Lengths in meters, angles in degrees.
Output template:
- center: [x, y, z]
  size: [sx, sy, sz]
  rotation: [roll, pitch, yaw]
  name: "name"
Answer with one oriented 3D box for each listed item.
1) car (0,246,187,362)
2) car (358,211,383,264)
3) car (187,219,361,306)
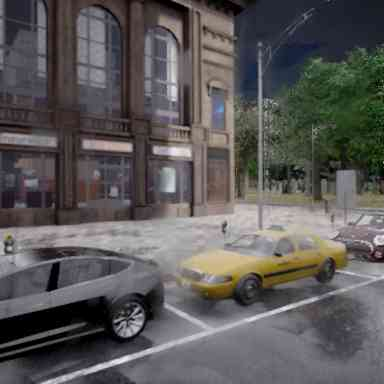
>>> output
- center: [-2.443, 1.563, 4.907]
  size: [4.313, 1.339, 1.947]
  rotation: [0, 0, -35]
  name: "car"
- center: [6.412, 1.400, 11.219]
  size: [4.097, 1.590, 1.967]
  rotation: [0, 0, -35]
  name: "car"
- center: [1.847, 1.504, 7.964]
  size: [4.829, 1.417, 1.752]
  rotation: [0, 0, -35]
  name: "car"
